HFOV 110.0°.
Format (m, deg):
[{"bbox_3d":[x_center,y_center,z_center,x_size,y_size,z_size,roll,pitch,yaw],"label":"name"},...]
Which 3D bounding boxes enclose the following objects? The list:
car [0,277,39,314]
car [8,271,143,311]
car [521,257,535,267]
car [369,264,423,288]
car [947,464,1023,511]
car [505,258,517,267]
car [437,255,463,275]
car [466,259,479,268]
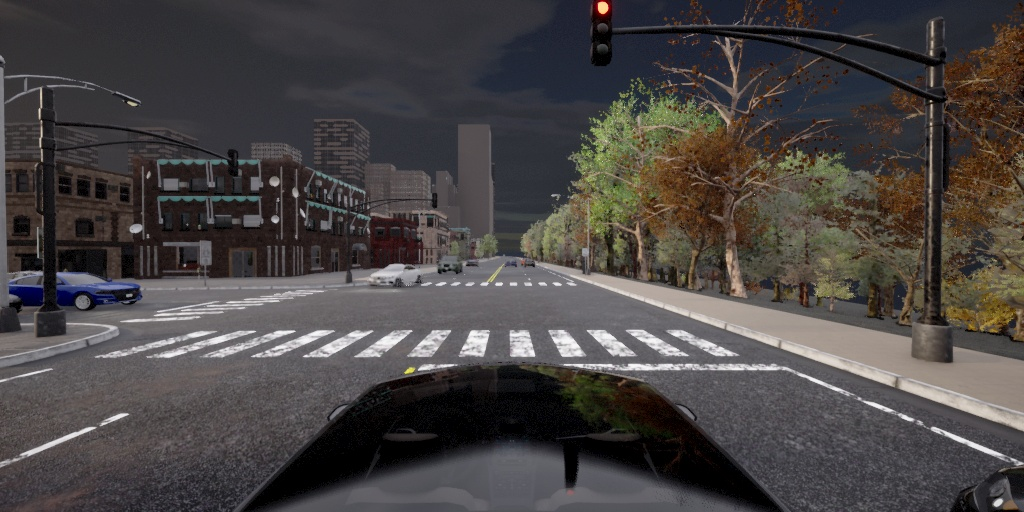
[{"bbox_3d":[-20.000,1.565,12.480,4.313,1.339,1.948,0,0,0],"label":"car"},{"bbox_3d":[-18.753,1.435,15.196,5.008,1.535,1.882,-1,1,-1],"label":"car"},{"bbox_3d":[3.041,1.231,63.203,1.837,1.490,4.892,0,0,0],"label":"car"},{"bbox_3d":[-7.589,1.270,23.966,1.812,1.442,4.674,0,0,12],"label":"car"},{"bbox_3d":[3.364,1.314,0.164,1.994,1.385,4.181,0,0,-1],"label":"car"},{"bbox_3d":[-0.214,1.078,63.986,2.097,1.767,4.553,0,0,0],"label":"car"},{"bbox_3d":[-6.795,0.954,39.842,2.150,2.045,5.566,0,1,-1],"label":"car"},{"bbox_3d":[-6.852,1.274,62.544,2.033,1.411,5.357,0,0,0],"label":"car"}]
